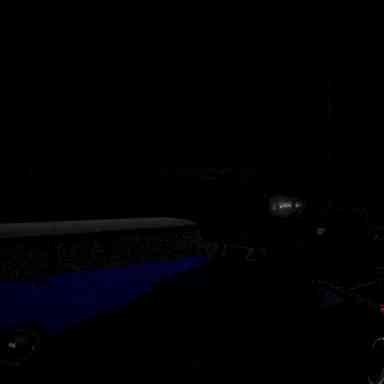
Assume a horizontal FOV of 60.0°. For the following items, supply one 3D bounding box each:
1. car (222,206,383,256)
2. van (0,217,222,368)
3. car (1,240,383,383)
[{"bbox_3d":[2.910,1.313,8.613,5.009,1.841,2.192,0,-1,-35],"label":"car"},{"bbox_3d":[-1.642,1.341,5.375,3.998,1.788,1.690,0,-1,-35],"label":"van"},{"bbox_3d":[0.424,1.563,3.679,4.181,1.385,1.994,0,0,-35],"label":"car"}]
